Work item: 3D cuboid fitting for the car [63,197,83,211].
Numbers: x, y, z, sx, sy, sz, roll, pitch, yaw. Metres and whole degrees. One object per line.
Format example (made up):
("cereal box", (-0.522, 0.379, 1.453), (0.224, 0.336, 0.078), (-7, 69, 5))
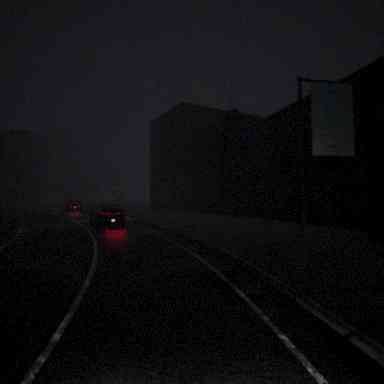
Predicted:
("car", (-14.011, 1.416, 39.357), (1.837, 1.490, 4.892), (1, 0, -23))

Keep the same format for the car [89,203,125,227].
("car", (-5.953, 1.521, 23.142), (1.837, 1.490, 4.892), (2, -1, -24))
